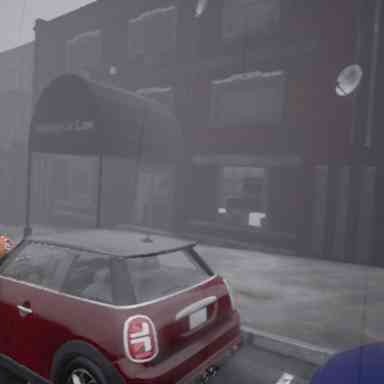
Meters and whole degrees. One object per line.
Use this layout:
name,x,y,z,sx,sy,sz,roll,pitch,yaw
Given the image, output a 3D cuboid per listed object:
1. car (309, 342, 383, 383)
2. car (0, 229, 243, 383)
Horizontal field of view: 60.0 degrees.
car,2.910,1.533,1.455,4.674,1.452,2.002,1,0,35
car,-1.666,1.323,4.718,4.553,1.767,2.185,1,0,35
